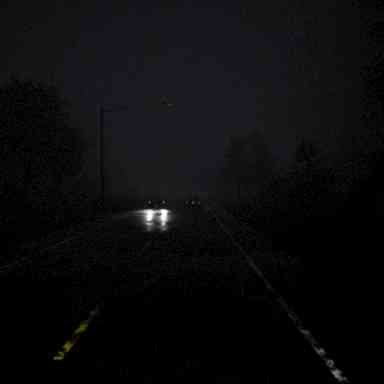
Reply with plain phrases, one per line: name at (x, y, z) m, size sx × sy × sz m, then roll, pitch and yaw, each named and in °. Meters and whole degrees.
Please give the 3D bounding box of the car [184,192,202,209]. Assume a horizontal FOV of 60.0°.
car at (0.106, 1.027, 34.642) m, size 2.033 × 1.411 × 5.357 m, roll 0°, pitch 1°, yaw 0°

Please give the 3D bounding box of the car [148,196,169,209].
car at (-3.566, 1.065, 35.685) m, size 1.895 × 1.301 × 4.718 m, roll 0°, pitch 1°, yaw 0°

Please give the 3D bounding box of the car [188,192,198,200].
car at (0.187, 0.699, 61.539) m, size 1.895 × 1.301 × 4.718 m, roll 0°, pitch 1°, yaw 1°
